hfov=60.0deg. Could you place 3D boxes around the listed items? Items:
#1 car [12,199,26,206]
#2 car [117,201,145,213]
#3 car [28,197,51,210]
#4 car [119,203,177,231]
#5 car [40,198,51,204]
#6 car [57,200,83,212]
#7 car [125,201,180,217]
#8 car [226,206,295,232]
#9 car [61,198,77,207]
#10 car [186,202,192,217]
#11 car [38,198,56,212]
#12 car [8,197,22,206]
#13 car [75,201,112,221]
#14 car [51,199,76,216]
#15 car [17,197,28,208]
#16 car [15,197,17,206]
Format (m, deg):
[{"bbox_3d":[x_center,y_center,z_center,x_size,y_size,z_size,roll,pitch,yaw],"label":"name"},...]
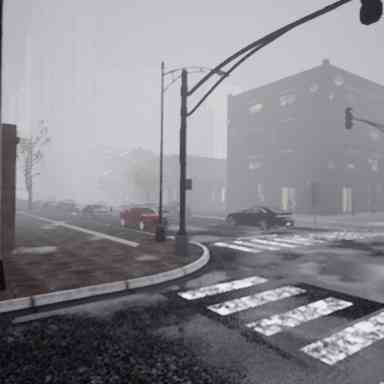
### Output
[{"bbox_3d":[-34.897,2.104,66.866,1.947,1.339,4.313,1,-1,-35],"label":"car"},{"bbox_3d":[-7.979,1.917,43.163,2.008,1.369,4.403,1,-1,-35],"label":"car"},{"bbox_3d":[-22.355,1.865,48.797,1.752,1.417,4.829,1,-1,-35],"label":"car"},{"bbox_3d":[-3.081,1.590,21.070,1.887,1.381,4.507,1,-1,-35],"label":"car"},{"bbox_3d":[-37.624,2.353,85.411,1.752,1.417,4.829,0,-1,-35],"label":"car"},{"bbox_3d":[-16.791,1.824,45.563,2.128,1.511,4.902,1,-1,-34],"label":"car"},{"bbox_3d":[-3.172,1.616,25.964,2.128,1.511,4.902,1,-1,-35],"label":"car"},{"bbox_3d":[4.107,1.595,20.747,2.128,1.511,4.902,1,-1,-33],"label":"car"},{"bbox_3d":[-24.858,2.065,67.125,1.967,1.590,4.097,1,-1,-35],"label":"car"},{"bbox_3d":[-1.780,1.713,34.298,1.967,1.590,4.097,1,-1,-35],"label":"car"},{"bbox_3d":[-17.682,1.817,42.033,2.008,1.369,4.403,1,-1,-35],"label":"car"},{"bbox_3d":[-38.064,1.903,71.406,2.192,1.841,5.009,1,-1,-35],"label":"car"},{"bbox_3d":[-8.234,1.704,28.450,1.802,1.307,4.206,1,-1,-35],"label":"car"},{"bbox_3d":[-13.387,1.766,35.830,1.947,1.339,4.313,1,-1,-35],"label":"car"},{"bbox_3d":[-28.743,1.986,58.040,1.887,1.381,4.507,1,-1,-35],"label":"car"},{"bbox_3d":[-31.729,2.054,62.330,1.947,1.339,4.313,1,-1,-35],"label":"car"}]
